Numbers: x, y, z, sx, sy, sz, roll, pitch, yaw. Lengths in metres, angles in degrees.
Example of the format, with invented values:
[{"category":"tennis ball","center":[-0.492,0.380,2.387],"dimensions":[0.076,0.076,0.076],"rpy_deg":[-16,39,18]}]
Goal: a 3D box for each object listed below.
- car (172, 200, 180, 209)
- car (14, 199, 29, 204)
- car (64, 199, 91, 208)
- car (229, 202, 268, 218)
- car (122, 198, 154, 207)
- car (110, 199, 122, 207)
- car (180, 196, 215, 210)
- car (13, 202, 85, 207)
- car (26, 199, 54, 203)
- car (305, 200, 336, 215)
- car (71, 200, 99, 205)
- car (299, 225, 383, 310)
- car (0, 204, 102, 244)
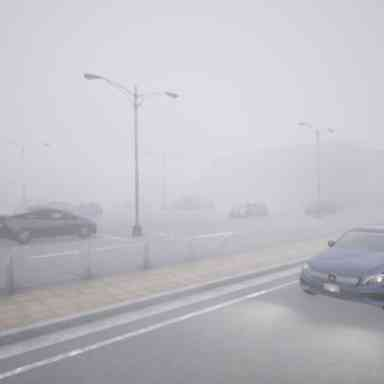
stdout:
[{"category":"car","center":[-1.138,1.595,49.644],"dimensions":[3.866,1.878,1.905],"rpy_deg":[0,-1,-40]},{"category":"car","center":[-24.693,1.925,50.686],"dimensions":[4.605,1.855,1.932],"rpy_deg":[0,-1,-40]},{"category":"car","center":[-21.477,2.202,62.434],"dimensions":[4.514,1.523,2.007],"rpy_deg":[0,-1,-40]},{"category":"car","center":[5.279,1.633,30.868],"dimensions":[3.806,1.475,1.970],"rpy_deg":[0,-1,-40]},{"category":"car","center":[-9.355,1.874,59.448],"dimensions":[5.027,1.636,2.152],"rpy_deg":[0,-1,-40]},{"category":"car","center":[-13.723,2.055,64.157],"dimensions":[3.806,1.475,1.970],"rpy_deg":[0,-1,-40]},{"category":"car","center":[1.045,1.568,47.683],"dimensions":[4.605,1.855,1.932],"rpy_deg":[0,-1,-40]},{"category":"car","center":[-9.121,1.643,18.990],"dimensions":[5.027,1.636,2.152],"rpy_deg":[0,-1,-40]},{"category":"car","center":[-17.235,1.930,40.682],"dimensions":[4.514,1.523,2.007],"rpy_deg":[0,-1,-40]},{"category":"car","center":[12.880,1.551,33.351],"dimensions":[3.633,1.501,1.845],"rpy_deg":[0,-1,-40]},{"category":"car","center":[-10.849,1.794,32.997],"dimensions":[3.633,1.501,1.845],"rpy_deg":[0,-1,-40]},{"category":"car","center":[4.414,1.554,7.852],"dimensions":[4.674,1.442,1.812],"rpy_deg":[0,-1,-41]},{"category":"car","center":[-7.066,1.602,16.619],"dimensions":[4.514,1.523,2.007],"rpy_deg":[0,-1,-40]}]
